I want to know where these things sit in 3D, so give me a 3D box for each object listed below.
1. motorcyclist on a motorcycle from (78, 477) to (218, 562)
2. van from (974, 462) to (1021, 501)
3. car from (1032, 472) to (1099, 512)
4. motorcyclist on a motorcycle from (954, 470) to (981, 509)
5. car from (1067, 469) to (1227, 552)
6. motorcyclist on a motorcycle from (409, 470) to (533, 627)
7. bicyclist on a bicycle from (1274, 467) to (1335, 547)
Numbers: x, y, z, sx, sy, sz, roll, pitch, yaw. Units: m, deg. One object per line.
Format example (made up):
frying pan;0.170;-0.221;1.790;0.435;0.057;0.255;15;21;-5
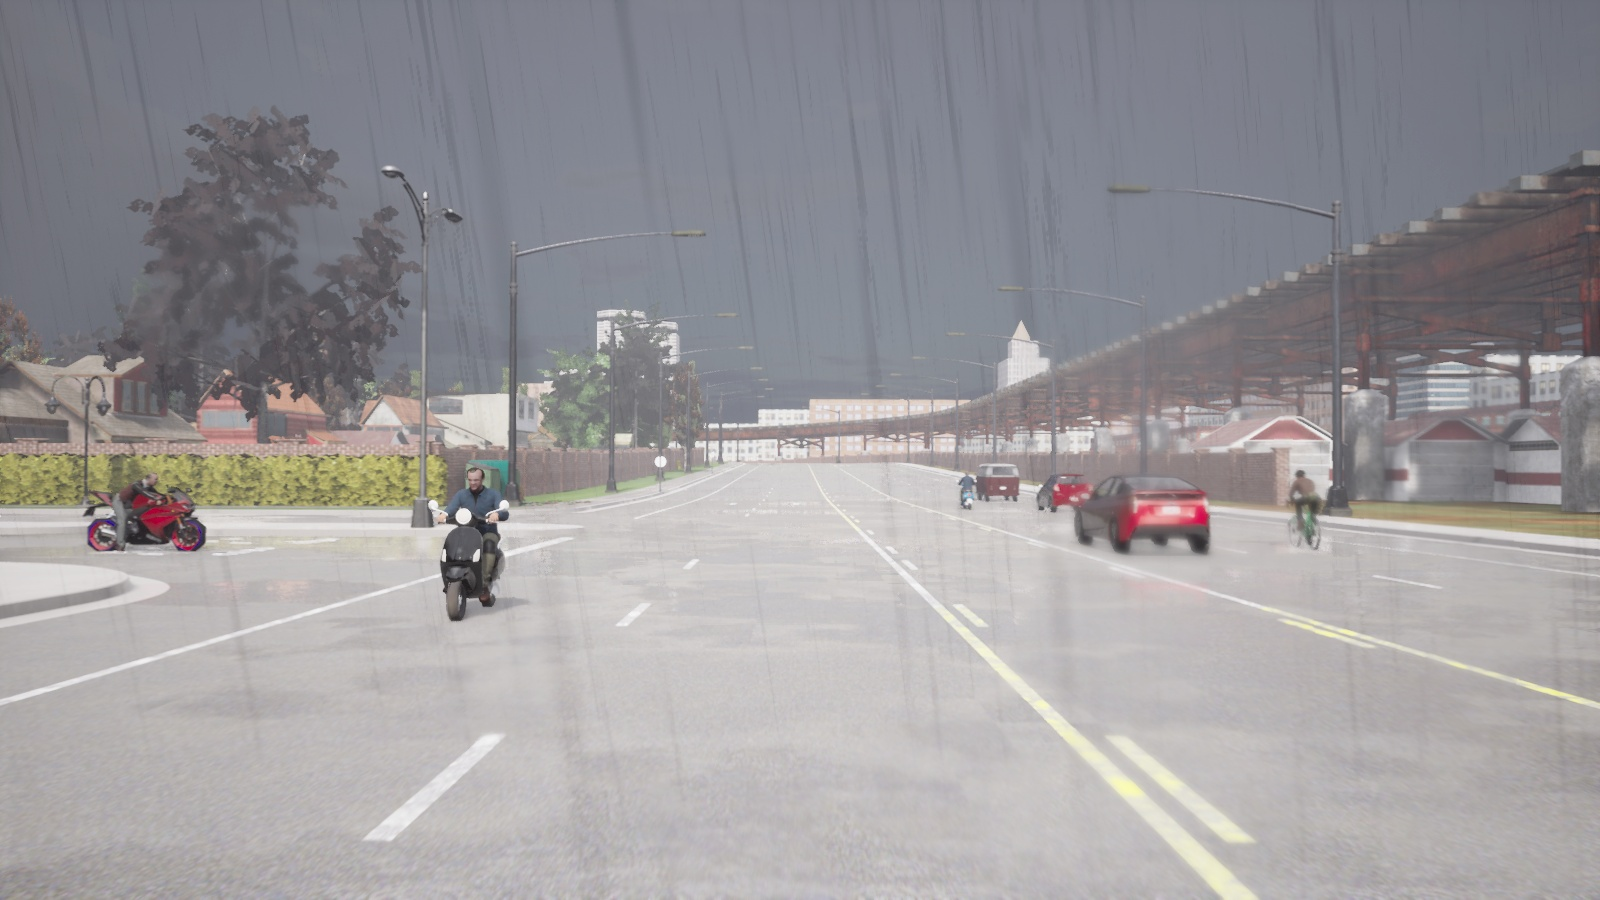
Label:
motorcyclist on a motorcycle;-12.280;1.296;23.689;2.191;1.530;0.866;-1;-1;0
van;10.365;1.618;66.235;1.775;1.987;4.442;0;-1;0
car;10.399;1.615;49.389;1.845;1.501;3.633;0;-1;0
motorcyclist on a motorcycle;6.896;1.611;51.877;0.866;1.590;1.817;0;-1;0
car;6.948;1.164;25.684;2.007;1.525;4.514;0;-1;0
motorcyclist on a motorcycle;-3.528;1.011;13.635;0.866;1.590;1.817;0;-1;0
bicyclist on a bicycle;10.435;1.163;26.045;0.582;1.620;1.656;0;-1;0
